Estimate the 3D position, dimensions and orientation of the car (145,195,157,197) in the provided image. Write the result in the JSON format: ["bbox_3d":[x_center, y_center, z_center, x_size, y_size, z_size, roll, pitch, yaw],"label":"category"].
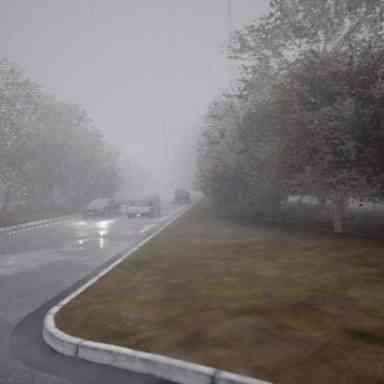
[{"bbox_3d":[-5.773,1.076,47.493,1.994,1.385,4.181,-1,1,4],"label":"car"}]

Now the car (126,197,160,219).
[{"bbox_3d":[-3.704,1.329,26.138,1.895,1.301,4.718,-1,1,4],"label":"car"}]

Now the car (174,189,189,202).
[{"bbox_3d":[-1.679,0.555,54.431,2.150,2.045,5.566,-1,1,4],"label":"car"}]

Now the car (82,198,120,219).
[{"bbox_3d":[-7.323,1.257,27.177,1.882,1.535,5.008,-1,1,4],"label":"car"}]
